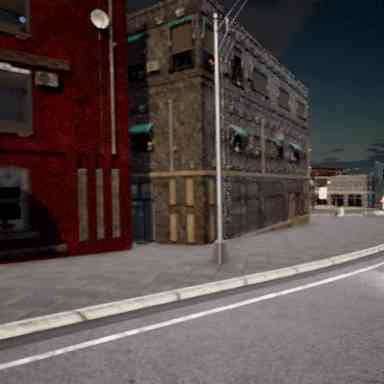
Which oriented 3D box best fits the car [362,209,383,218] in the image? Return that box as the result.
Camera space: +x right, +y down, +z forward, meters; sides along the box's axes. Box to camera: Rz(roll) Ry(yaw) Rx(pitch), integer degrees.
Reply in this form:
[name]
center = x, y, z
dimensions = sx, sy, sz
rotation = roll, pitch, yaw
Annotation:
[car]
center = 26.745, 3.076, 48.487
dimensions = 1.895, 1.301, 4.718
rotation = -1, -3, 5
